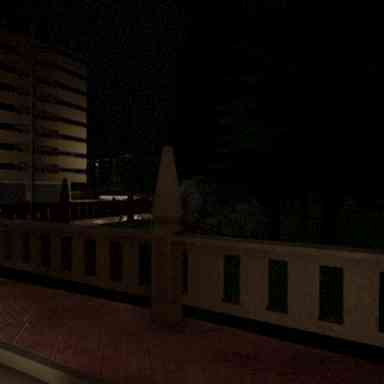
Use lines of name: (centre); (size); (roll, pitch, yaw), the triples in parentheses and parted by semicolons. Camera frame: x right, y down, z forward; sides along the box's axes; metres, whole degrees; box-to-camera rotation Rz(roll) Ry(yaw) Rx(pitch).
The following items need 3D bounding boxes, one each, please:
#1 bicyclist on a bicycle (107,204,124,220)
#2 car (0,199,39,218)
bicyclist on a bicycle: (-5.591, 1.232, 24.213); (1.656, 1.620, 0.582); (0, 0, 28)
car: (-15.582, 1.372, 28.824); (2.128, 1.511, 4.902); (0, 0, 28)
